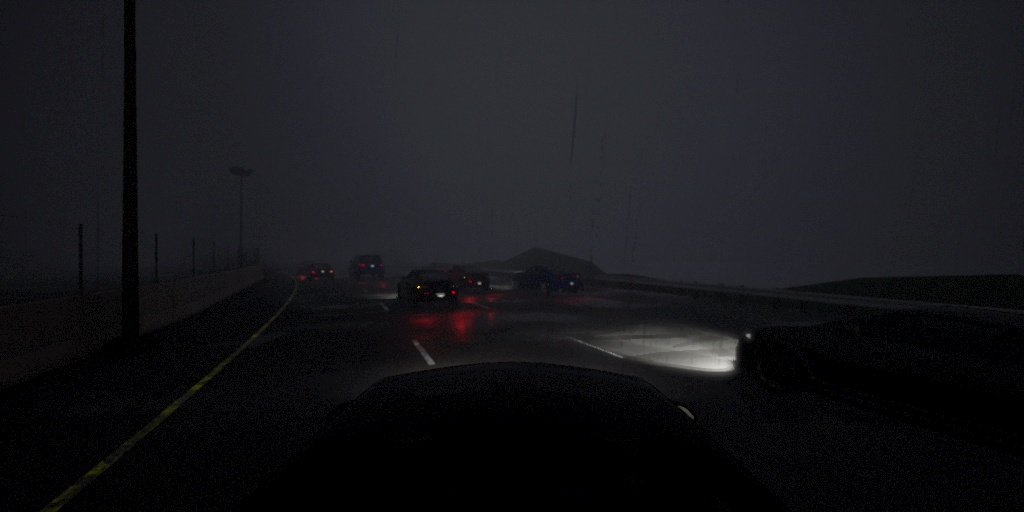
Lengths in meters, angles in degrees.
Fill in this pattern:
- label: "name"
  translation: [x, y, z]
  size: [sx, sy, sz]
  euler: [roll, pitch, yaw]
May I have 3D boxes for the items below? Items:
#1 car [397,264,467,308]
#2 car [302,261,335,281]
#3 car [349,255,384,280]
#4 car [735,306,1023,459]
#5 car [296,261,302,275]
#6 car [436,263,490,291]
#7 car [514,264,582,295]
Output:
- label: "car"
  translation: [-3.652, 1.266, 15.265]
  size: [1.812, 1.442, 4.674]
  euler: [0, 0, -26]
- label: "car"
  translation: [-16.078, 1.278, 30.012]
  size: [2.033, 1.411, 5.357]
  euler: [0, 0, -33]
- label: "car"
  translation: [-12.797, 0.946, 31.421]
  size: [2.150, 2.045, 5.566]
  euler: [0, -1, -32]
- label: "car"
  translation: [5.185, 1.312, 4.428]
  size: [1.994, 1.385, 4.181]
  euler: [0, 0, -23]
- label: "car"
  translation: [-22.406, 1.250, 39.244]
  size: [1.812, 1.442, 4.674]
  euler: [0, 0, -35]
- label: "car"
  translation: [-2.843, 1.262, 21.283]
  size: [1.812, 1.442, 4.674]
  euler: [0, 0, -28]
- label: "car"
  translation: [1.825, 1.215, 19.934]
  size: [1.882, 1.535, 5.008]
  euler: [0, 0, -27]
